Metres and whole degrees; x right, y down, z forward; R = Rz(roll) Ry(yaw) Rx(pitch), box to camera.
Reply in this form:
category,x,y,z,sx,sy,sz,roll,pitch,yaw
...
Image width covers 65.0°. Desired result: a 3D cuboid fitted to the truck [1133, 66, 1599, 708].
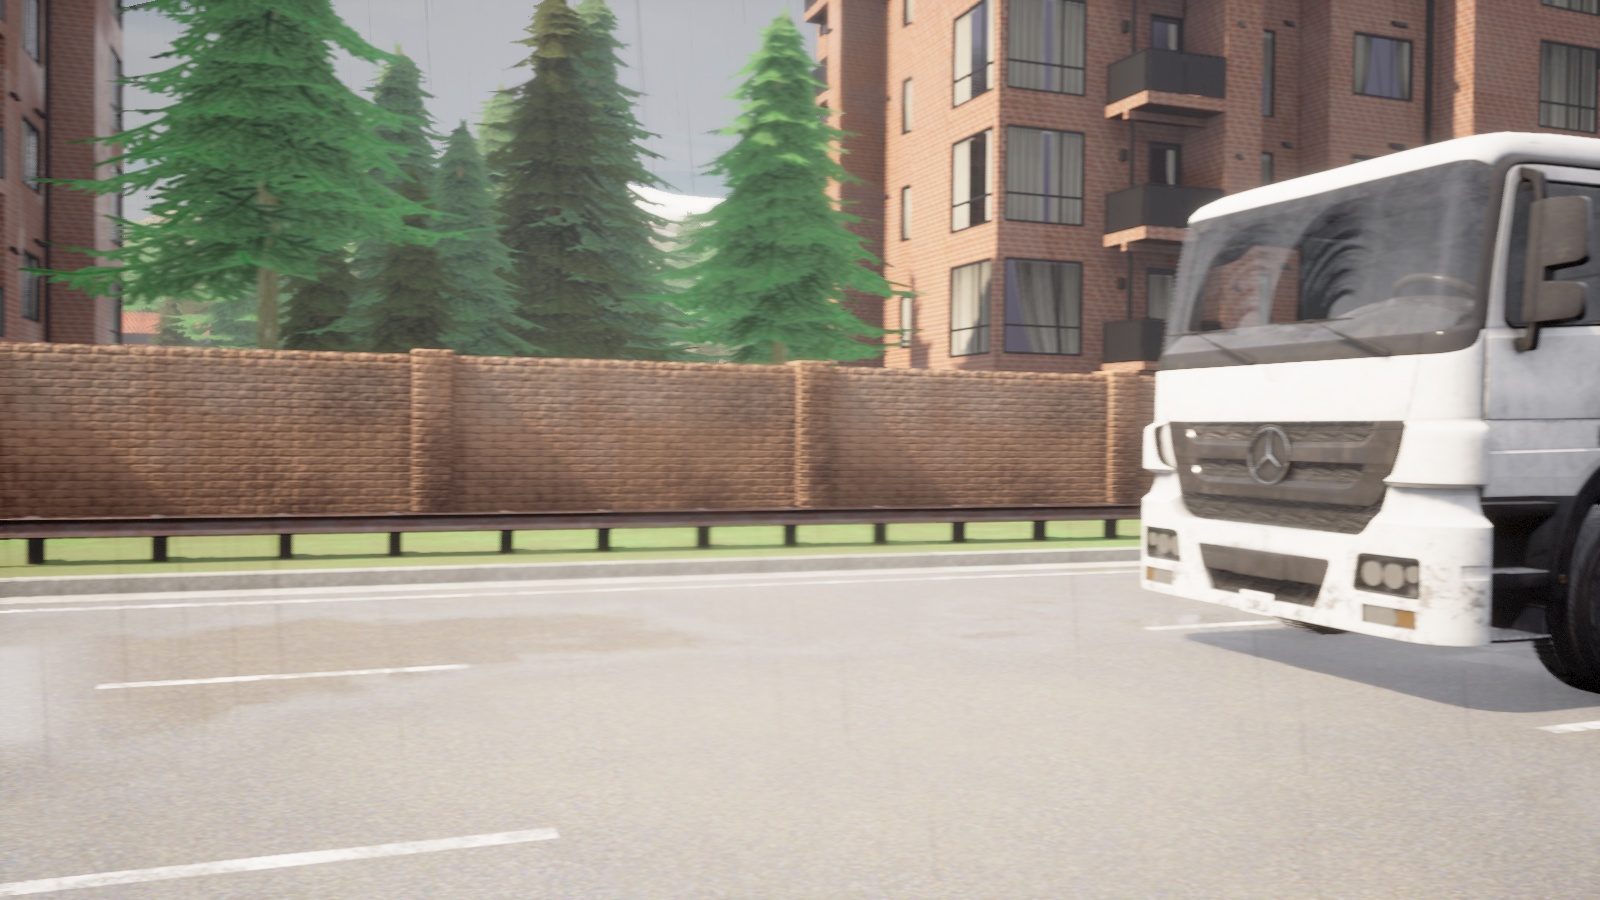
category,x,y,z,sx,sy,sz,roll,pitch,yaw
truck,6.750,-0.412,9.534,7.936,3.462,2.891,-1,1,-21
